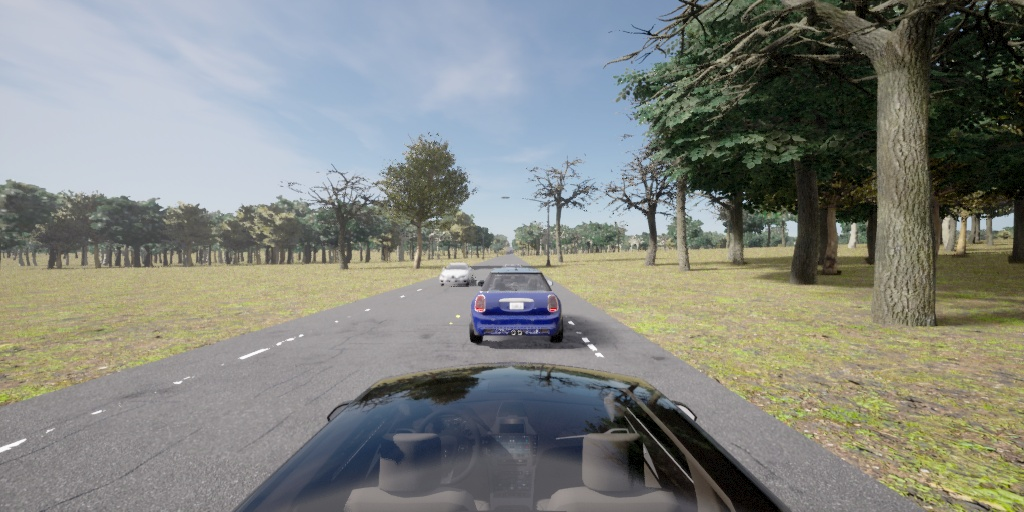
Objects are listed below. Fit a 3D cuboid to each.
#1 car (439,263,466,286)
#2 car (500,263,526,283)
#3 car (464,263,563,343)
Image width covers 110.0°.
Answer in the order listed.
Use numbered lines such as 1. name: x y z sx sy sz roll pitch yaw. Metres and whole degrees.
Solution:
1. car: -3.629 1.198 24.255 1.812 1.442 4.674 0 0 0
2. car: 0.068 1.256 27.922 1.895 1.301 4.718 0 0 0
3. car: 0.088 1.085 9.819 2.097 1.767 4.553 0 0 0
